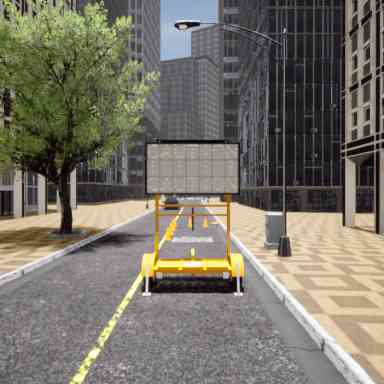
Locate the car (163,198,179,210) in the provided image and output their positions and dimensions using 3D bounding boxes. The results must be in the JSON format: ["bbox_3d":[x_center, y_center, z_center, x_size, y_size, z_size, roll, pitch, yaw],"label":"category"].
[{"bbox_3d":[-2.660,1.509,43.017,1.882,1.535,5.008,0,0,0],"label":"car"}]

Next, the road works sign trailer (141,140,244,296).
[{"bbox_3d":[0.018,0.463,8.620,2.380,3.560,2.880,0,0,0],"label":"road works sign trailer"}]
